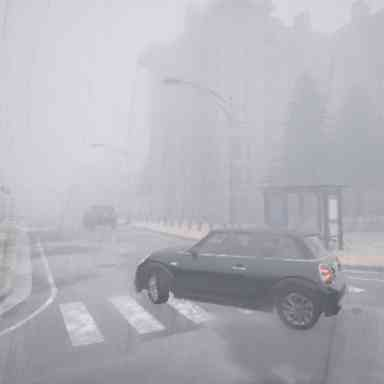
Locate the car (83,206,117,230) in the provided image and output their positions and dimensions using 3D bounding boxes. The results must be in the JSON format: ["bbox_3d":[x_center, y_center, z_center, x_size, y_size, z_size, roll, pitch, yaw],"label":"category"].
[{"bbox_3d":[-8.448,2.336,30.279,2.150,2.045,5.566,0,-4,-27],"label":"car"}]

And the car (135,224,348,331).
[{"bbox_3d":[0.932,1.563,7.449,4.553,1.767,2.097,-1,-3,30],"label":"car"}]
